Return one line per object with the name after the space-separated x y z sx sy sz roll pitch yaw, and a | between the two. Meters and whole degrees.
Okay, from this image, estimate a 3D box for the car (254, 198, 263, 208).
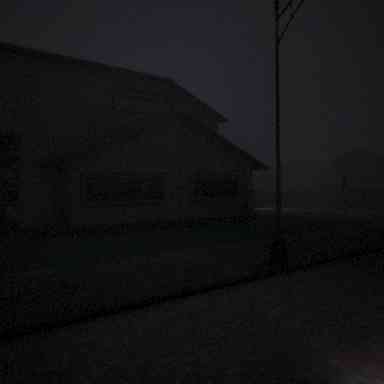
6.081 1.097 38.740 1.837 1.490 4.892 -1 1 -35 | car
